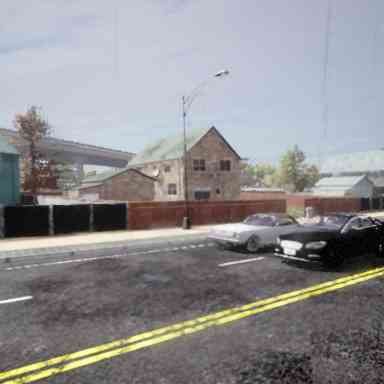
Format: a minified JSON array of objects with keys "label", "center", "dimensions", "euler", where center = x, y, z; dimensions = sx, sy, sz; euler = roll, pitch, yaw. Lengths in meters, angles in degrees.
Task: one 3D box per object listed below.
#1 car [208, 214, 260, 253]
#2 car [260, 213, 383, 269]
[{"label":"car","center":[2.986,1.580,13.801],"dimensions":[4.718,1.301,1.895],"euler":[0,0,-36]},{"label":"car","center":[4.844,1.471,11.134],"dimensions":[4.902,1.511,2.128],"euler":[0,0,-36]}]
